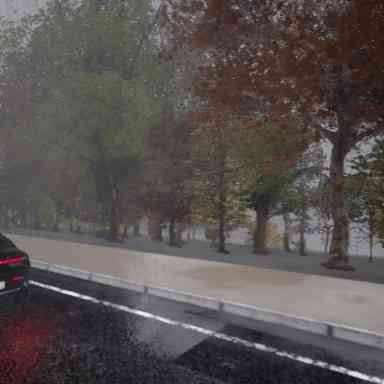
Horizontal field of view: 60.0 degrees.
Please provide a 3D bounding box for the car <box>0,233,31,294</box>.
[{"bbox_3d":[-5.669,1.562,7.730,4.892,1.490,1.837,0,0,36],"label":"car"}]
